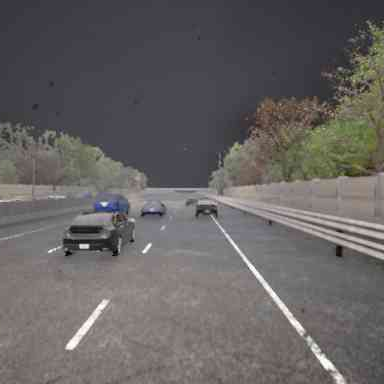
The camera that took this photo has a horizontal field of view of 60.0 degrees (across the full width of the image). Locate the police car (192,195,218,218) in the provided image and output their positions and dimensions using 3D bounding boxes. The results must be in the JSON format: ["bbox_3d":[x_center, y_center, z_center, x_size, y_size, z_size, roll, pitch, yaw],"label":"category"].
[{"bbox_3d":[1.226,1.323,29.494,1.930,1.638,5.238,0,0,0],"label":"police car"}]

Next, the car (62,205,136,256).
[{"bbox_3d":[-3.400,1.453,12.904,1.837,1.490,4.892,0,0,0],"label":"car"}]

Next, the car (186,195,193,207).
[{"bbox_3d":[0.010,1.355,49.140,1.837,1.490,4.892,0,0,0],"label":"car"}]

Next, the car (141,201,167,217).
[{"bbox_3d":[-3.397,1.459,30.248,1.994,1.385,4.181,0,0,0],"label":"car"}]

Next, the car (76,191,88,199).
[{"bbox_3d":[-24.498,0.811,75.608,2.150,2.045,5.566,0,0,0],"label":"car"}]

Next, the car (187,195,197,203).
[{"bbox_3d":[0.002,1.318,64.277,1.837,1.490,4.892,0,0,0],"label":"car"}]

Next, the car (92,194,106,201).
[{"bbox_3d":[-20.997,1.121,75.223,1.837,1.490,4.892,0,0,0],"label":"car"}]

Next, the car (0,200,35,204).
[{"bbox_3d":[-17.593,1.486,34.557,1.895,1.301,4.718,0,0,0],"label":"car"}]

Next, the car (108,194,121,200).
[{"bbox_3d":[-17.497,1.173,75.223,1.994,1.385,4.181,0,0,0],"label":"car"}]

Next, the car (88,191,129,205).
[{"bbox_3d":[-6.903,1.120,28.913,2.150,2.045,5.566,0,0,0],"label":"car"}]
